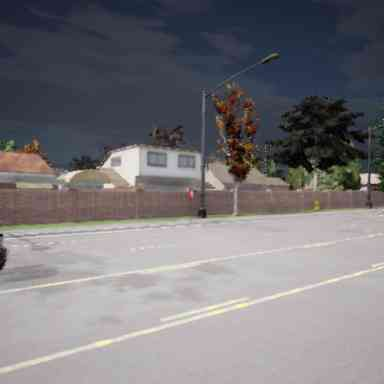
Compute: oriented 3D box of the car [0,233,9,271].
[{"bbox_3d":[-7.031,1.480,7.577,5.008,1.535,1.882,0,0,-35],"label":"car"}]
